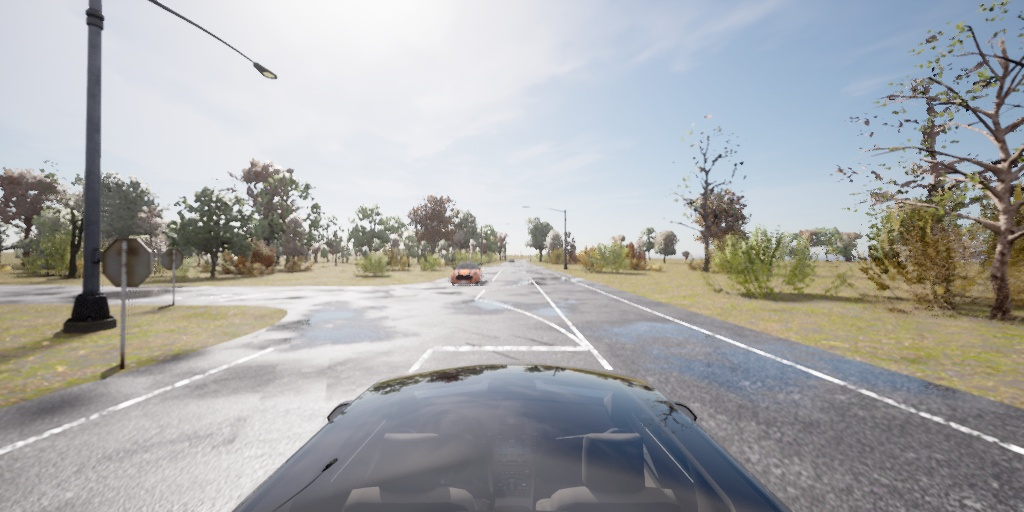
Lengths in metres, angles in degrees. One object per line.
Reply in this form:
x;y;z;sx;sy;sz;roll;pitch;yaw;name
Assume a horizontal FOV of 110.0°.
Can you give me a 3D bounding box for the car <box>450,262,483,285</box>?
-3.448;1.276;27.979;2.097;1.767;4.553;0;0;0;car
